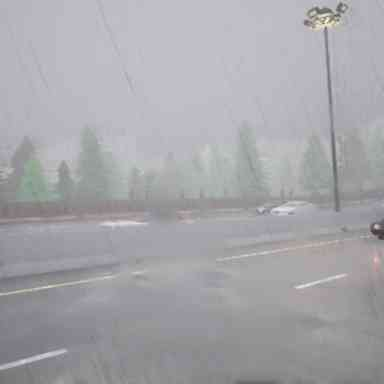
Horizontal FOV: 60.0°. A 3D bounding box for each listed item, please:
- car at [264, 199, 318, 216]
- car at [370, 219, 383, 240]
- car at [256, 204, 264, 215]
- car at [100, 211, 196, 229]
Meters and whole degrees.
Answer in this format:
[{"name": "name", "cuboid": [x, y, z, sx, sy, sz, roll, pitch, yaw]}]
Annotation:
[{"name": "car", "cuboid": [8.417, 1.466, 27.174, 4.674, 1.442, 1.812, 0, 0, -35]}, {"name": "car", "cuboid": [10.314, 1.557, 15.399, 4.718, 1.301, 1.895, 0, 0, -35]}, {"name": "car", "cuboid": [8.152, 1.426, 31.280, 4.902, 1.511, 2.128, 0, 0, -35]}, {"name": "car", "cuboid": [-1.898, 1.589, 15.532, 4.718, 1.301, 1.895, 0, 0, -35]}]
